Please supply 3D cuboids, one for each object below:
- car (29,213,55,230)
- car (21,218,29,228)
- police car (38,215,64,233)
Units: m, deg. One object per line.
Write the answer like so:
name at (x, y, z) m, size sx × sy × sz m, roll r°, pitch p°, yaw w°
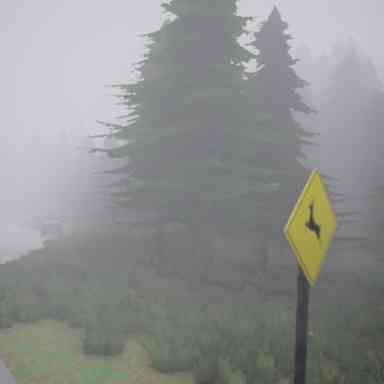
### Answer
car at (-18.474, 3.664, 41.649) m, size 2.150 × 2.045 × 5.566 m, roll 1°, pitch -3°, yaw -34°
car at (-22.392, 4.251, 46.604) m, size 1.812 × 1.442 × 4.674 m, roll 1°, pitch -3°, yaw -42°
police car at (-13.539, 3.361, 32.378) m, size 1.930 × 1.638 × 5.238 m, roll 1°, pitch -3°, yaw -21°
